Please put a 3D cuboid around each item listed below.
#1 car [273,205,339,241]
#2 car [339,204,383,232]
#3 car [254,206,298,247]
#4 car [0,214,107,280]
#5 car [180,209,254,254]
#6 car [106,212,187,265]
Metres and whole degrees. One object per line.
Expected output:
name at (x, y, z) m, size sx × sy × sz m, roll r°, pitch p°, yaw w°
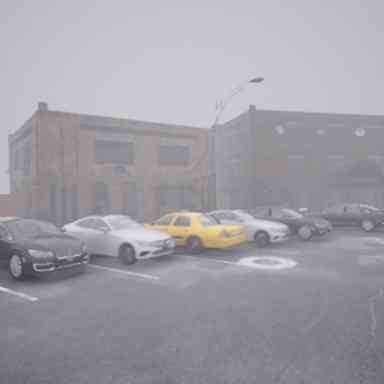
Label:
car at (4.420, 1.484, 16.751) m, size 4.892 × 1.521 × 2.231 m, roll -1°, pitch -1°, yaw 35°
car at (9.200, 1.482, 20.146) m, size 4.892 × 1.521 × 2.231 m, roll -1°, pitch 0°, yaw 34°
car at (2.034, 1.523, 15.044) m, size 4.674 × 1.452 × 2.002 m, roll -1°, pitch -1°, yaw 35°
car at (-5.135, 1.486, 9.943) m, size 4.892 × 1.521 × 2.231 m, roll -1°, pitch -1°, yaw 34°
car at (-0.510, 1.483, 13.438) m, size 5.366 × 1.575 × 1.946 m, roll -1°, pitch -1°, yaw 35°
car at (-2.744, 1.525, 11.637) m, size 4.674 × 1.452 × 2.002 m, roll -1°, pitch -1°, yaw 35°
